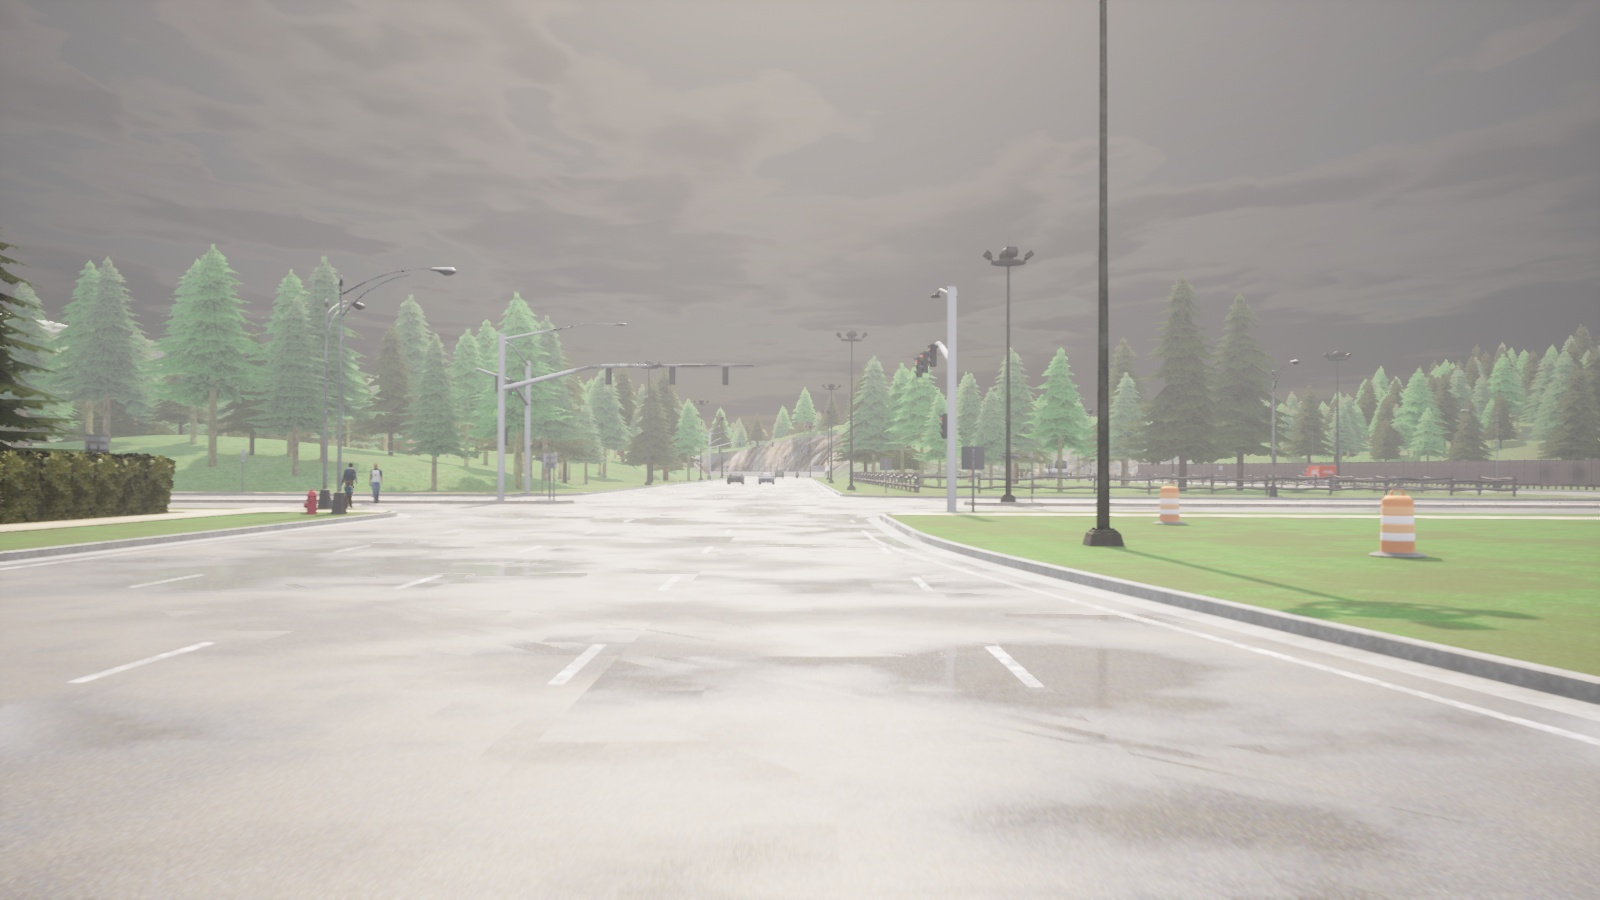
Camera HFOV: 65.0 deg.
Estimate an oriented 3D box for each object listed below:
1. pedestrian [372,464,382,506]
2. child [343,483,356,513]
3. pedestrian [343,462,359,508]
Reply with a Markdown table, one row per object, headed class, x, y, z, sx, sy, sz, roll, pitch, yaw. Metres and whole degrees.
| class | x | y | z | sx | sy | sz | roll | pitch | yaw |
| --- | --- | --- | --- | --- | --- | --- | --- | --- | --- |
| pedestrian | -18.691 | 1.554 | 55.523 | 0.354 | 1.836 | 0.706 | 0 | -1 | -12 |
| child | -17.773 | 1.884 | 49.543 | 0.343 | 1.192 | 0.448 | 0 | -1 | -2 |
| pedestrian | -19.172 | 1.507 | 53.620 | 0.423 | 1.949 | 0.788 | 0 | -1 | 0 |
